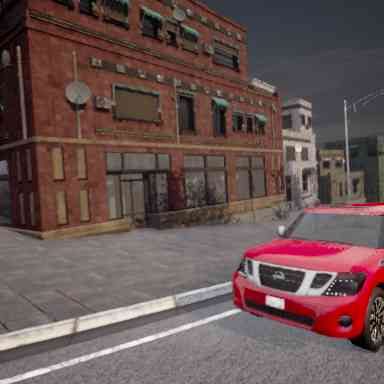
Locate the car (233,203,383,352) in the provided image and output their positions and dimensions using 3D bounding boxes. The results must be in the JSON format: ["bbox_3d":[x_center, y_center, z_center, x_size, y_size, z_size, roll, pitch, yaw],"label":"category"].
[{"bbox_3d":[3.220,1.268,6.707,5.566,2.045,2.150,1,-1,-43],"label":"car"}]
